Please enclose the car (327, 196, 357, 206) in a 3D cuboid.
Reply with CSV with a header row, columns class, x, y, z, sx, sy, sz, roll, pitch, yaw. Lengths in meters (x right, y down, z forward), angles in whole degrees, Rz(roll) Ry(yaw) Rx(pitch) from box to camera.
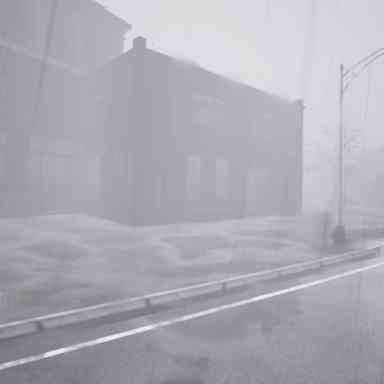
class,x,y,z,sx,sy,sz,roll,pitch,yaw
car,23.186,1.335,51.684,2.033,1.411,5.357,1,0,-11
